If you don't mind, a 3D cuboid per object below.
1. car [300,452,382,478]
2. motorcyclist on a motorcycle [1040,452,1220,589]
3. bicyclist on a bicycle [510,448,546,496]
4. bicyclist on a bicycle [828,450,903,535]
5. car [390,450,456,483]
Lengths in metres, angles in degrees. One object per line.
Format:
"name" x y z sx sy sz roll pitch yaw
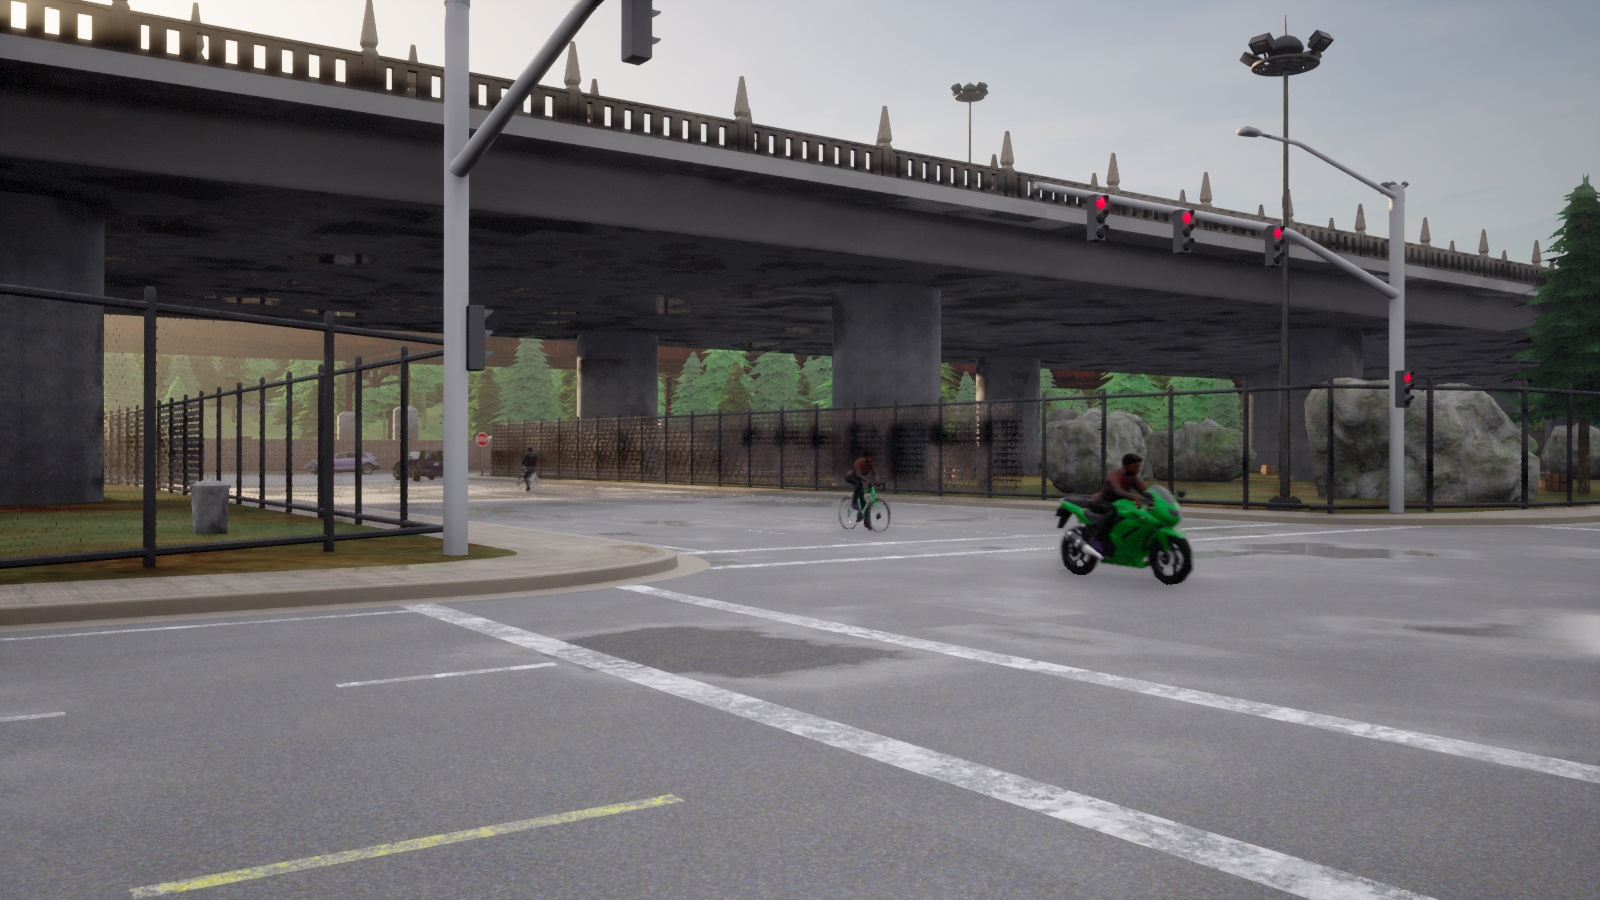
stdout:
"car" -30.958 1.005 84.770 4.856 1.649 2.033 0 0 -34
"motorcyclist on a motorcycle" 3.901 0.783 14.994 0.797 1.523 2.044 0 0 -35
"bicyclist on a bicycle" -10.304 0.809 47.511 0.659 1.776 1.843 0 0 -35
"bicyclist on a bicycle" 1.287 0.811 24.837 0.582 1.620 1.656 0 0 -35
"car" -20.509 0.869 68.203 2.097 1.767 4.553 0 0 -35
